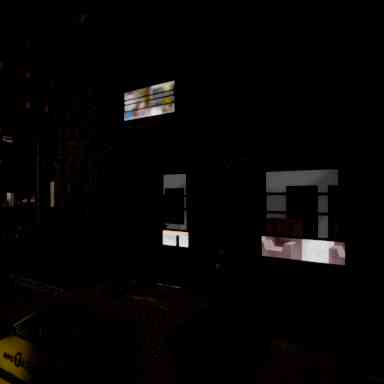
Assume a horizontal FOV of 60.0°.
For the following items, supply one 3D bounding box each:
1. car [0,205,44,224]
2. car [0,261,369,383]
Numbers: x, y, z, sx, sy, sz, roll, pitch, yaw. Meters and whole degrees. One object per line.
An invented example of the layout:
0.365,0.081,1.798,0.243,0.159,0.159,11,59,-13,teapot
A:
-14.601,1.868,27.744,1.994,1.385,4.181,0,-1,35,car
-0.825,1.525,3.444,4.829,1.417,1.752,0,0,35,car
